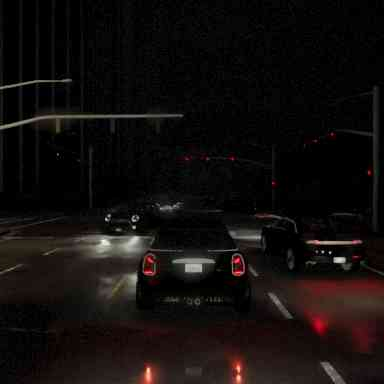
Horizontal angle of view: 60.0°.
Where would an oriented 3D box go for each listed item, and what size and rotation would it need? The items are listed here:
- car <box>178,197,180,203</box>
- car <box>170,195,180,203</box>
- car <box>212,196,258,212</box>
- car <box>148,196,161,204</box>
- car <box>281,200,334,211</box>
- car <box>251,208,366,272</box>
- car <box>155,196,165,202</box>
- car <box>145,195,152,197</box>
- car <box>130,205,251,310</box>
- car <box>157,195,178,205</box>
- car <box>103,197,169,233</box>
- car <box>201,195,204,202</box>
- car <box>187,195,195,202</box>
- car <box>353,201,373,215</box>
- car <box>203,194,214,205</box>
[{"bbox_3d":[-3.690,1.491,60.279,2.128,1.511,4.902,0,0,0],"label":"car"},{"bbox_3d":[-3.639,1.499,70.490,1.837,1.490,4.892,0,0,0],"label":"car"},{"bbox_3d":[5.093,1.530,37.946,4.892,1.490,1.837,1,3,40],"label":"car"},{"bbox_3d":[-7.177,1.525,64.154,1.812,1.442,4.674,0,0,0],"label":"car"},{"bbox_3d":[10.706,1.554,31.119,4.892,1.490,1.837,0,0,0],"label":"car"},{"bbox_3d":[3.598,1.491,10.763,2.128,1.511,4.902,0,0,-3],"label":"car"},{"bbox_3d":[-7.146,1.593,74.197,1.895,1.301,4.718,0,0,0],"label":"car"},{"bbox_3d":[-7.185,1.525,46.455,1.812,1.442,4.674,0,0,0],"label":"car"},{"bbox_3d":[0.042,1.352,7.953,2.097,1.767,4.553,0,0,0],"label":"car"},{"bbox_3d":[-3.689,1.547,50.777,2.033,1.411,5.357,0,0,0],"label":"car"},{"bbox_3d":[-3.228,1.365,19.170,2.097,1.767,4.553,0,0,14],"label":"car"},{"bbox_3d":[3.342,1.354,80.008,2.097,1.767,4.553,0,0,0],"label":"car"},{"bbox_3d":[-0.153,1.477,77.866,1.882,1.535,5.008,0,0,0],"label":"car"},{"bbox_3d":[19.423,1.560,34.654,4.892,1.490,1.837,0,0,0],"label":"car"},{"bbox_3d":[3.465,1.477,59.650,1.882,1.535,5.008,0,0,0],"label":"car"}]
